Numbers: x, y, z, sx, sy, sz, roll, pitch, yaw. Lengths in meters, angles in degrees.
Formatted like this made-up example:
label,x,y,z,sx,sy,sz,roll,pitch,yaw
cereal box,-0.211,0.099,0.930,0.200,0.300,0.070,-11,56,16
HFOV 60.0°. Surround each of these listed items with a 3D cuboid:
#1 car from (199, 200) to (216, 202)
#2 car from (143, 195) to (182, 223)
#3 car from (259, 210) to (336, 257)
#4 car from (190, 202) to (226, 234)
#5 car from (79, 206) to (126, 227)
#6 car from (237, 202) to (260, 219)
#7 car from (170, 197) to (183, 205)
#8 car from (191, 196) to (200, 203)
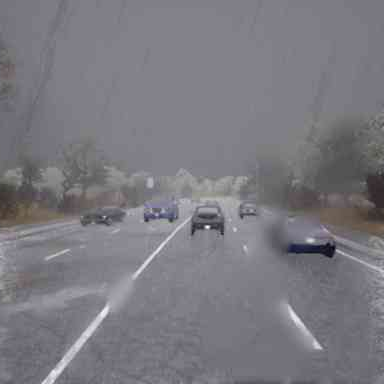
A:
label,x,y,z,sx,sy,sz,roll,pitch,yaw
car,2.169,1.665,37.337,1.994,1.385,4.181,0,0,4
car,-2.317,1.283,26.386,2.150,2.045,5.566,0,0,4
car,4.084,1.609,13.231,1.994,1.385,4.181,0,0,3
car,0.942,1.558,19.538,1.837,1.490,4.892,0,0,4
car,-6.058,1.643,23.051,1.895,1.301,4.718,0,0,4
car,5.193,1.640,30.541,2.033,1.411,5.357,0,0,4
car,-3.004,1.755,64.778,1.895,1.301,4.718,0,0,4
car,0.786,1.687,68.593,1.837,1.490,4.892,0,0,4
